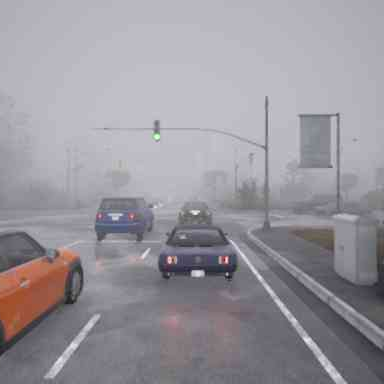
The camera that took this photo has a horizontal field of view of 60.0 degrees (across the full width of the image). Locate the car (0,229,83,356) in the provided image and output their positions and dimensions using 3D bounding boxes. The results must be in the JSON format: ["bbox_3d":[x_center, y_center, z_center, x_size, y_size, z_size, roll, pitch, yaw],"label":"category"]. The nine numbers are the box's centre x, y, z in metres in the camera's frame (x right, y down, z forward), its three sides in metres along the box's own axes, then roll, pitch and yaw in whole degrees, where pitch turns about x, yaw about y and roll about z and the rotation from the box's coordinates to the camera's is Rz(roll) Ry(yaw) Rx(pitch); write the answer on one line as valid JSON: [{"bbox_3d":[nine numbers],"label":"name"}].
[{"bbox_3d":[-3.368,1.359,5.278,2.097,1.767,4.553,0,0,0],"label":"car"}]

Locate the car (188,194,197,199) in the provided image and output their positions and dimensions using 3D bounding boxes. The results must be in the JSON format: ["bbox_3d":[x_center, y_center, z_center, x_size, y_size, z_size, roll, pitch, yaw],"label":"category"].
[{"bbox_3d":[0.048,1.165,88.089,1.994,1.385,4.181,0,1,-4],"label":"car"}]

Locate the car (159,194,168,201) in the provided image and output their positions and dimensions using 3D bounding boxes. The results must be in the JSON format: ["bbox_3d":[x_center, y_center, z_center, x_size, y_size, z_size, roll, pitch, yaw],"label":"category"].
[{"bbox_3d":[-6.613,1.318,77.312,1.837,1.490,4.892,0,1,0],"label":"car"}]

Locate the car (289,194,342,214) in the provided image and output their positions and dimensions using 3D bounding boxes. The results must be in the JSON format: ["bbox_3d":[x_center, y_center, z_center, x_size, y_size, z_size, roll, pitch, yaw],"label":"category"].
[{"bbox_3d":[13.092,1.236,34.808,5.566,2.045,2.150,0,0,-3],"label":"car"}]

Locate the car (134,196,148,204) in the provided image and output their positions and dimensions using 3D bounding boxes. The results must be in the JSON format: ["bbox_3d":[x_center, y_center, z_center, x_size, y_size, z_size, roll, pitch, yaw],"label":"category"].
[{"bbox_3d":[-10.162,1.504,66.323,2.033,1.411,5.357,0,0,0],"label":"car"}]

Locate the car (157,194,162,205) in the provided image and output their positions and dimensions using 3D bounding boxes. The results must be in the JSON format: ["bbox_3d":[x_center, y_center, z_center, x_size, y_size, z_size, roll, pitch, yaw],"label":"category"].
[{"bbox_3d":[-6.762,1.487,56.790,1.882,1.535,5.008,0,0,1],"label":"car"}]

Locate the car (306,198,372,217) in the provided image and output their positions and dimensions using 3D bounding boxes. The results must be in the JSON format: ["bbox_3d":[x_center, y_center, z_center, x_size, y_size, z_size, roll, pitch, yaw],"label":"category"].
[{"bbox_3d":[14.021,1.561,31.353,5.357,1.411,2.033,0,0,-3],"label":"car"}]

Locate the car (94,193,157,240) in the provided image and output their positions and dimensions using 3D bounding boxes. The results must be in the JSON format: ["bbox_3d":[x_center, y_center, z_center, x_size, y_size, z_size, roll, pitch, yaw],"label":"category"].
[{"bbox_3d":[-3.319,1.234,17.135,2.150,2.045,5.566,0,0,0],"label":"car"}]

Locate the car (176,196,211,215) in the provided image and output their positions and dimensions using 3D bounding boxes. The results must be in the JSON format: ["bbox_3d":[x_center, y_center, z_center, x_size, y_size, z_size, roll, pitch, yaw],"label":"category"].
[{"bbox_3d":[0.210,1.364,22.911,2.097,1.767,4.553,0,0,0],"label":"car"}]

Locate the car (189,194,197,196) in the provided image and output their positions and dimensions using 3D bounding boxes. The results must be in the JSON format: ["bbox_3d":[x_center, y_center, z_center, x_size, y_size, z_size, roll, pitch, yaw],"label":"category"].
[{"bbox_3d":[0.385,1.337,77.667,2.128,1.511,4.902,0,1,0],"label":"car"}]

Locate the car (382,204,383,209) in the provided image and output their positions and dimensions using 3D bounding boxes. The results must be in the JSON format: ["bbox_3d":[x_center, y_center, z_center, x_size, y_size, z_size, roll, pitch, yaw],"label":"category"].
[{"bbox_3d":[23.339,1.236,35.334,5.566,2.045,2.150,0,0,-3],"label":"car"}]

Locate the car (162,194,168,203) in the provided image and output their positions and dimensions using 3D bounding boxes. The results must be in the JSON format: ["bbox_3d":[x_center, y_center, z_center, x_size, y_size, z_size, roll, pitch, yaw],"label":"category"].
[{"bbox_3d":[-6.659,1.444,66.887,2.128,1.511,4.902,0,0,0],"label":"car"}]

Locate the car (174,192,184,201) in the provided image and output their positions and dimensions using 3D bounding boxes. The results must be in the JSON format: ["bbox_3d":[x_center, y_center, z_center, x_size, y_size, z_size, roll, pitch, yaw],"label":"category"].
[{"bbox_3d":[-3.117,1.329,77.750,2.128,1.511,4.902,0,1,0],"label":"car"}]

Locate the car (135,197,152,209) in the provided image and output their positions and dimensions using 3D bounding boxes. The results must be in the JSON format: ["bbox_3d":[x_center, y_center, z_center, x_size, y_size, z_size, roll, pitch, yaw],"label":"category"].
[{"bbox_3d":[-6.850,1.540,47.579,1.812,1.442,4.674,0,0,0],"label":"car"}]

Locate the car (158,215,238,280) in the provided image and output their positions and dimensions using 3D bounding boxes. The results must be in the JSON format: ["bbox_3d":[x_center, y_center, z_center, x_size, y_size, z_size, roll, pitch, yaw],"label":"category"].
[{"bbox_3d":[0.146,1.611,9.980,1.895,1.301,4.718,0,0,0],"label":"car"}]

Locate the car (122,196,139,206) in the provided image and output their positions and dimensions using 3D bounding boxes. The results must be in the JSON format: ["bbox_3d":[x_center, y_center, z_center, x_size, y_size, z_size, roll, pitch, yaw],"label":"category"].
[{"bbox_3d":[-10.275,1.488,55.732,1.882,1.535,5.008,0,0,1],"label":"car"}]

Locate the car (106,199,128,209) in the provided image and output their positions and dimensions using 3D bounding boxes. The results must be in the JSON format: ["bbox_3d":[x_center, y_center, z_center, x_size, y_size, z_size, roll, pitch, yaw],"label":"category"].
[{"bbox_3d":[-10.356,1.615,46.369,1.895,1.301,4.718,0,0,0],"label":"car"}]
